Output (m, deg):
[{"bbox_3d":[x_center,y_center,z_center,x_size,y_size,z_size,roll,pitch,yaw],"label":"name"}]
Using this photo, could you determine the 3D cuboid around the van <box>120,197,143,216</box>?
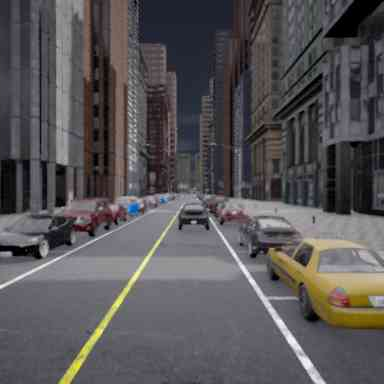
[{"bbox_3d":[-5.751,1.309,29.419,1.690,1.788,3.998,0,0,0],"label":"van"}]

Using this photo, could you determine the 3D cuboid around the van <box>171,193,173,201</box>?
[{"bbox_3d":[-5.727,1.266,74.512,1.690,1.788,3.998,0,0,0],"label":"van"}]

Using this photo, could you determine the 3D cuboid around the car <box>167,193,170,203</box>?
[{"bbox_3d":[-5.733,1.458,63.069,1.752,1.417,4.829,0,0,0],"label":"car"}]

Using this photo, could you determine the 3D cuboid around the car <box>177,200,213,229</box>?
[{"bbox_3d":[0.111,1.481,21.435,1.837,1.490,4.892,0,0,0],"label":"car"}]

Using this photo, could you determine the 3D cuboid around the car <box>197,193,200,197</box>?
[{"bbox_3d":[2.804,1.500,85.787,1.802,1.307,4.206,0,0,0],"label":"car"}]

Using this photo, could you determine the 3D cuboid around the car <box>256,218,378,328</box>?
[{"bbox_3d":[2.763,1.517,7.049,1.752,1.417,4.829,0,0,0],"label":"car"}]

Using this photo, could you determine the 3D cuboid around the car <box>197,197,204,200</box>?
[{"bbox_3d":[0.121,1.557,39.664,1.895,1.301,4.718,0,0,0],"label":"car"}]

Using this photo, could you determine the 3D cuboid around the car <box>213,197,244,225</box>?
[{"bbox_3d":[2.772,1.414,23.787,1.967,1.590,4.097,0,0,0],"label":"car"}]

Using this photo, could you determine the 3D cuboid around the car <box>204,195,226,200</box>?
[{"bbox_3d":[2.777,1.277,35.060,2.192,1.841,5.009,0,0,0],"label":"car"}]

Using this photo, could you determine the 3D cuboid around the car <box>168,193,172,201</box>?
[{"bbox_3d":[-5.730,1.479,68.875,2.008,1.369,4.403,0,0,0],"label":"car"}]

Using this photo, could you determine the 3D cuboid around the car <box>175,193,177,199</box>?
[{"bbox_3d":[-5.722,1.233,85.785,2.192,1.841,5.009,0,0,0],"label":"car"}]

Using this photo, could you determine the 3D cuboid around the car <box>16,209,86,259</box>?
[{"bbox_3d":[-5.759,1.552,12.509,1.947,1.339,4.313,0,0,0],"label":"car"}]

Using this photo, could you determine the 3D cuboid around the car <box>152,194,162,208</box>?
[{"bbox_3d":[-5.741,1.390,46.329,1.967,1.590,4.097,0,0,0],"label":"car"}]

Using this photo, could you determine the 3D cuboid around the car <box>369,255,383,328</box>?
[{"bbox_3d":[2.760,1.439,1.242,1.967,1.590,4.097,0,0,0],"label":"car"}]

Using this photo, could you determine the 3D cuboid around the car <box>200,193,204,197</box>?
[{"bbox_3d":[2.789,1.378,57.605,1.967,1.590,4.097,0,0,0],"label":"car"}]

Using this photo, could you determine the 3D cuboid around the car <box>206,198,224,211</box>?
[{"bbox_3d":[2.781,1.500,40.697,1.887,1.381,4.507,0,0,0],"label":"car"}]

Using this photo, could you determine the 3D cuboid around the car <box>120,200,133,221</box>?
[{"bbox_3d":[-5.753,1.519,23.782,1.887,1.381,4.507,0,0,0],"label":"car"}]

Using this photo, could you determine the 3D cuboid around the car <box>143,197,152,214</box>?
[{"bbox_3d":[-5.747,1.402,35.056,1.967,1.590,4.097,0,0,0],"label":"car"}]

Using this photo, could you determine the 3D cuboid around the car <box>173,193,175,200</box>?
[{"bbox_3d":[-5.724,1.361,80.148,1.967,1.590,4.097,0,0,0],"label":"car"}]

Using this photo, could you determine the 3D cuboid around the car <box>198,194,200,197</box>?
[{"bbox_3d":[2.795,1.494,68.878,1.947,1.339,4.313,0,0,0],"label":"car"}]

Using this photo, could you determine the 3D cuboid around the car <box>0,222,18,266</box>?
[{"bbox_3d":[-5.762,1.558,6.872,1.947,1.339,4.313,0,0,0],"label":"car"}]

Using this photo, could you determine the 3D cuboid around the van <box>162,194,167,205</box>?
[{"bbox_3d":[-5.736,1.279,57.602,1.690,1.788,3.998,0,0,0],"label":"van"}]

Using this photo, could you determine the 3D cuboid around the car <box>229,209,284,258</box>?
[{"bbox_3d":[2.766,1.537,12.515,2.008,1.369,4.403,0,0,0],"label":"car"}]

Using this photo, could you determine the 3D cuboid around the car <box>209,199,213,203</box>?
[{"bbox_3d":[2.775,1.533,29.424,1.947,1.339,4.313,0,0,0],"label":"car"}]

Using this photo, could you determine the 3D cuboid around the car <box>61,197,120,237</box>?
[{"bbox_3d":[-5.757,1.295,18.145,2.192,1.841,5.009,0,0,0],"label":"car"}]
